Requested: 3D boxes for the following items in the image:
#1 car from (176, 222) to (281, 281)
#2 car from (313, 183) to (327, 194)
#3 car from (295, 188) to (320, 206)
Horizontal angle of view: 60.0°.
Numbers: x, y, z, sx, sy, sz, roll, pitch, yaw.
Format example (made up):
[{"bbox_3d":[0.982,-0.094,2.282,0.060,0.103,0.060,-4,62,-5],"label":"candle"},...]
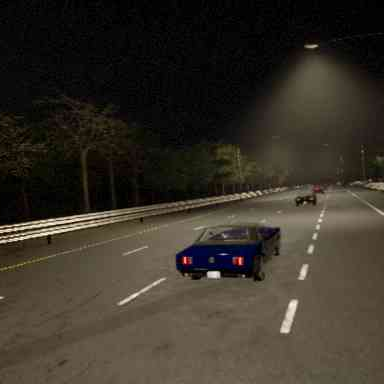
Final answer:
[{"bbox_3d":[1.335,1.506,9.532,1.895,1.301,4.718,-5,0,23],"label":"car"},{"bbox_3d":[23.164,-0.457,61.220,2.097,1.767,4.553,-5,0,23],"label":"car"},{"bbox_3d":[11.841,0.683,34.379,1.895,1.301,4.718,-5,0,23],"label":"car"}]
